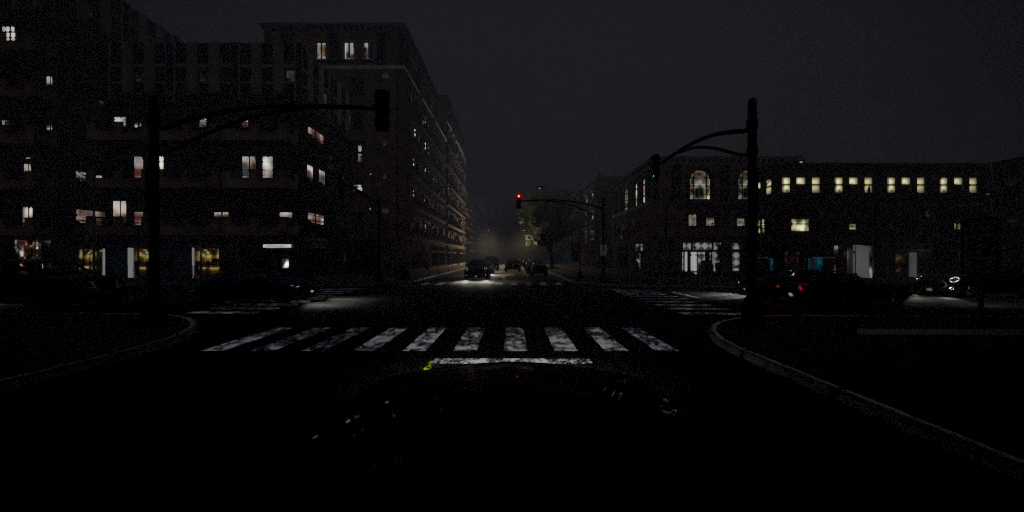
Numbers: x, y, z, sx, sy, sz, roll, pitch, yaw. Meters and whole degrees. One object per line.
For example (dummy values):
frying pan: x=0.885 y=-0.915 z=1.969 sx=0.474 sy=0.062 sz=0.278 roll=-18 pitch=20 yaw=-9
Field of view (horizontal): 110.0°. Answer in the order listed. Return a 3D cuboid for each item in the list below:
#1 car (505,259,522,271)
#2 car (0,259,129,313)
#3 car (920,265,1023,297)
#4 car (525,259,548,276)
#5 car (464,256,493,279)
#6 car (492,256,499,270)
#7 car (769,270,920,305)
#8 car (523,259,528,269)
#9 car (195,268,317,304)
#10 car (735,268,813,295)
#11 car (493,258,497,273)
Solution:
car: x=0.125 y=1.153 z=50.012 sx=2.097 sy=1.767 sz=4.553 roll=0 pitch=0 yaw=0
car: x=-17.270 y=1.013 z=13.103 sx=5.009 sy=1.841 sz=2.192 roll=0 pitch=0 yaw=0
car: x=24.533 y=1.219 z=19.166 sx=4.553 sy=1.767 sz=2.097 roll=0 pitch=0 yaw=0
car: x=2.709 y=1.330 z=36.812 sx=2.007 sy=1.370 sz=4.403 roll=0 pitch=0 yaw=0
car: x=-3.056 y=1.124 z=32.274 sx=2.097 sy=1.767 sz=4.553 roll=0 pitch=0 yaw=-1
car: x=-3.063 y=1.028 z=53.204 sx=2.150 sy=2.045 sz=5.566 roll=0 pitch=0 yaw=1
car: x=14.559 y=1.424 z=15.901 sx=4.718 sy=1.301 sz=1.895 roll=0 pitch=0 yaw=0
car: x=2.712 y=1.228 z=42.509 sx=1.967 sy=1.591 sz=4.097 roll=0 pitch=0 yaw=0
car: x=-11.119 y=1.249 z=15.732 sx=4.674 sy=1.442 sz=1.812 roll=0 pitch=0 yaw=0
car: x=15.033 y=1.372 z=19.105 sx=5.357 sy=1.411 sz=2.033 roll=0 pitch=0 yaw=0
car: x=-3.077 y=1.314 z=42.572 sx=1.812 sy=1.442 sz=4.674 roll=0 pitch=0 yaw=0
